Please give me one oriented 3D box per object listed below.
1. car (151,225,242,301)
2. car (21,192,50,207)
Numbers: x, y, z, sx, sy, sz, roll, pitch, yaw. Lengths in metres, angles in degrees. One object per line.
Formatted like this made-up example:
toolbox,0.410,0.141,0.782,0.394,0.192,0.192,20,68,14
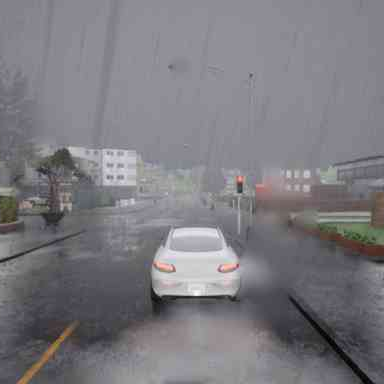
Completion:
car,0.082,1.526,8.170,1.812,1.442,4.674,0,0,0
car,-19.838,0.985,42.815,1.905,1.878,3.866,0,0,35
